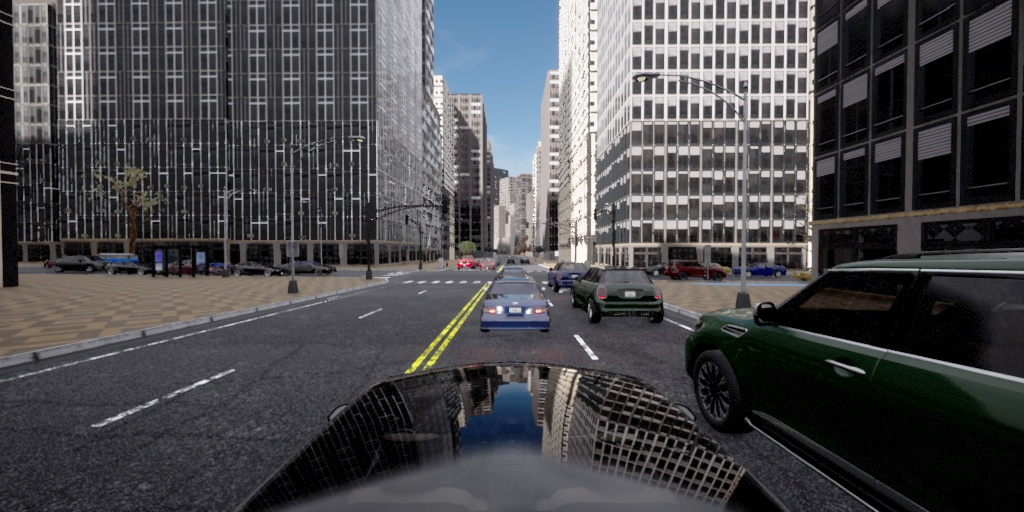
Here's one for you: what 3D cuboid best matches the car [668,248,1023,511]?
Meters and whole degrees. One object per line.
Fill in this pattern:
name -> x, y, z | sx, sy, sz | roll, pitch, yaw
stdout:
car -> 3.345, 0.971, 2.371 | 2.150, 2.045, 5.566 | 0, 0, 0

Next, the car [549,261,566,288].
car -> 3.303, 1.087, 21.082 | 2.097, 1.767, 4.553 | 0, 0, 0

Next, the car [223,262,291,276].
car -> -22.805, 1.165, 32.199 | 4.313, 1.339, 1.948 | 0, 0, 1

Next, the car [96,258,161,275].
car -> -34.171, 1.061, 32.478 | 4.313, 1.339, 1.948 | 0, 0, 1

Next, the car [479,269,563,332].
car -> 0.080, 1.291, 10.771 | 2.033, 1.411, 5.357 | 0, 0, 0

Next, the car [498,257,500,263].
car -> -3.472, 1.216, 60.053 | 1.812, 1.442, 4.674 | 0, 0, 0

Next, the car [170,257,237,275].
car -> -30.064, 0.966, 35.038 | 5.008, 1.535, 1.882 | 1, 1, 1

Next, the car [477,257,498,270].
car -> -3.433, 1.055, 51.209 | 2.097, 1.767, 4.553 | 0, 0, -1

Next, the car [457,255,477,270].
car -> -6.714, 0.922, 53.354 | 2.150, 2.045, 5.566 | 0, 0, 0

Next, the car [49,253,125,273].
car -> -41.678, 0.735, 35.256 | 4.553, 1.767, 2.097 | 1, 1, 1

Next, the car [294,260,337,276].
car -> -19.990, 1.128, 34.856 | 5.357, 1.411, 2.033 | 1, 1, 1

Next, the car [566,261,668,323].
car -> 3.325, 1.095, 12.218 | 2.097, 1.767, 4.553 | 0, 0, 0

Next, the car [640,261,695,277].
car -> 16.211, 1.356, 37.565 | 4.892, 1.490, 1.837 | 0, 1, -1

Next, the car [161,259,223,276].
car -> -28.489, 1.129, 32.318 | 4.207, 1.307, 1.802 | 0, 0, 1

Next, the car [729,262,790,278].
car -> 25.689, 1.413, 37.401 | 5.008, 1.535, 1.882 | 1, 1, 1

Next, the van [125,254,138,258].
van -> -45.383, 0.594, 41.111 | 3.998, 1.789, 1.690 | 0, 0, 1

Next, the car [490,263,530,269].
car -> 0.054, 1.300, 20.015 | 1.994, 1.385, 4.181 | 0, 0, 0
